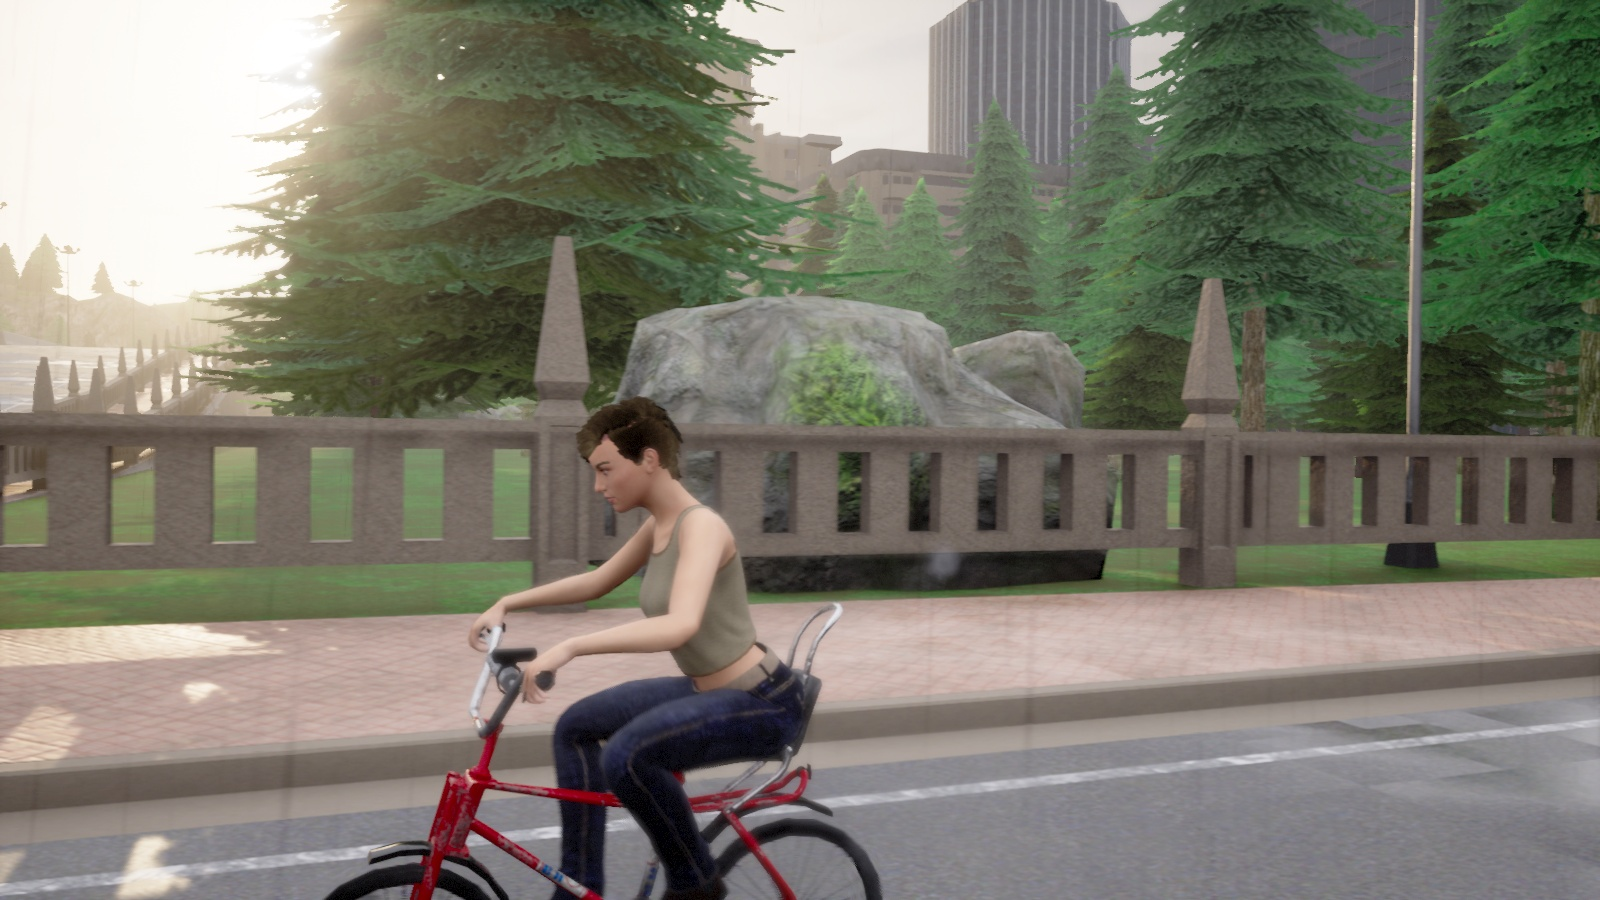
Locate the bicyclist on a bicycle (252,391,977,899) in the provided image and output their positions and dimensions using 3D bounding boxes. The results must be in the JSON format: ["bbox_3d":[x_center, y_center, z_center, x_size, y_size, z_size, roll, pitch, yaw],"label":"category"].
[{"bbox_3d":[-0.456,0.688,3.058,1.509,1.612,0.866,-2,1,-20],"label":"bicyclist on a bicycle"}]
